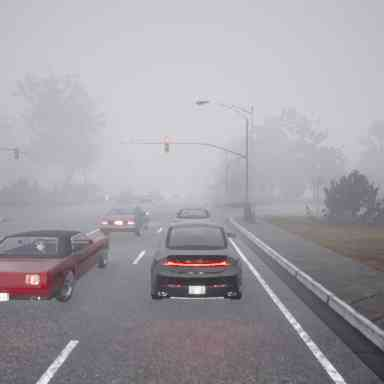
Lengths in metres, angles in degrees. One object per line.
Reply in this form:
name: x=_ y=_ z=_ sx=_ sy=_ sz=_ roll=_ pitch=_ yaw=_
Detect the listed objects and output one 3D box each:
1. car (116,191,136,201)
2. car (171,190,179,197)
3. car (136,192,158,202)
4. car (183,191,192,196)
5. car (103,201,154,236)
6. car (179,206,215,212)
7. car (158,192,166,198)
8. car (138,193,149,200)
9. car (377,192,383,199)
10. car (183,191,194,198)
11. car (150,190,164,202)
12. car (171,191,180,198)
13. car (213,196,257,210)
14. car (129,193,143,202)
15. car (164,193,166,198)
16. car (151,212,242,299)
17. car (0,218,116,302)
car: x=-10.688 y=0.821 z=53.803 sx=2.150 sy=2.045 sz=5.566 roll=0 pitch=0 yaw=0
car: x=-4.906 y=0.451 z=94.756 sx=2.097 sy=1.767 sz=4.553 roll=0 pitch=1 yaw=-7
car: x=-7.189 y=1.151 z=53.283 sx=2.033 sy=1.411 sz=5.357 roll=0 pitch=0 yaw=0
car: x=-1.418 y=0.464 z=95.118 sx=2.033 sy=1.411 sz=5.357 roll=0 pitch=1 yaw=-7
car: x=-3.445 y=1.442 z=17.731 sx=2.033 sy=1.411 sz=5.357 roll=0 pitch=0 yaw=-1
car: x=0.081 y=1.497 z=17.634 sx=1.895 sy=1.301 sz=4.718 roll=0 pitch=0 yaw=0
car: x=-7.597 y=0.780 z=83.918 sx=1.812 sy=1.442 sz=4.674 roll=0 pitch=1 yaw=-3
car: x=-10.737 y=0.991 z=73.776 sx=1.895 sy=1.301 sz=4.718 roll=0 pitch=1 yaw=-1
car: x=19.605 y=0.946 z=38.708 sx=5.566 sy=2.045 sz=2.150 roll=0 pitch=0 yaw=-3
car: x=-0.666 y=0.783 z=85.241 sx=1.994 sy=1.385 sz=4.181 roll=0 pitch=1 yaw=-4
car: x=-7.162 y=0.733 z=63.458 sx=2.150 sy=2.045 sz=5.566 roll=0 pitch=1 yaw=-1
car: x=-4.137 y=0.602 z=84.687 sx=2.097 sy=1.767 sz=4.553 roll=0 pitch=1 yaw=-4
car: x=4.842 y=1.227 z=37.256 sx=4.902 sy=1.511 sz=2.128 roll=0 pitch=0 yaw=-12
car: x=-10.672 y=0.987 z=63.690 sx=1.882 sy=1.535 sz=5.008 roll=0 pitch=1 yaw=0
car: x=-7.232 y=0.876 z=73.649 sx=1.882 sy=1.535 sz=5.008 roll=0 pitch=1 yaw=-1
car: x=0.088 y=1.473 z=8.321 sx=1.837 sy=1.490 sz=4.892 roll=0 pitch=0 yaw=0
car: x=-3.412 y=1.570 z=8.142 sx=1.895 sy=1.301 sz=4.718 roll=0 pitch=0 yaw=0
